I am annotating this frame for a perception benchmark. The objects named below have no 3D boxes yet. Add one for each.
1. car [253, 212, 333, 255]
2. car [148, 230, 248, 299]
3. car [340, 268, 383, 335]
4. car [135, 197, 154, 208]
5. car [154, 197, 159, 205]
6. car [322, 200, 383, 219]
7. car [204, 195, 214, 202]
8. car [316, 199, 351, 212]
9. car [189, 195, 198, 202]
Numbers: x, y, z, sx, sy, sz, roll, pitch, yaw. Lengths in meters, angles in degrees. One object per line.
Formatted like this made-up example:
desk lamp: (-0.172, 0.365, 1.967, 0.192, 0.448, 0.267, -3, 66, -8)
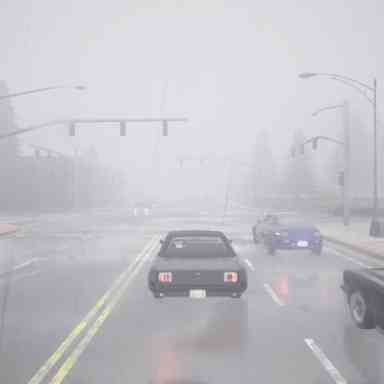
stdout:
car: (3.636, 1.526, 13.192, 1.812, 1.442, 4.674, 0, 0, 0)
car: (0.098, 1.601, 8.396, 1.895, 1.301, 4.718, 0, 0, 0)
car: (3.612, 1.601, 3.945, 1.895, 1.301, 4.718, 0, 0, 0)
car: (-6.901, 1.526, 47.328, 1.812, 1.442, 4.674, 0, 0, 0)
car: (-6.850, 1.564, 57.352, 1.994, 1.385, 4.181, 0, 0, 0)
car: (14.242, 1.601, 28.834, 4.718, 1.301, 1.895, 0, 0, 0)
car: (3.819, 1.355, 74.920, 2.097, 1.767, 4.553, 0, 0, 0)
car: (16.073, 1.478, 36.017, 5.008, 1.535, 1.882, 0, 0, 0)
car: (0.312, 1.478, 74.937, 1.882, 1.535, 5.008, 0, 0, 0)
